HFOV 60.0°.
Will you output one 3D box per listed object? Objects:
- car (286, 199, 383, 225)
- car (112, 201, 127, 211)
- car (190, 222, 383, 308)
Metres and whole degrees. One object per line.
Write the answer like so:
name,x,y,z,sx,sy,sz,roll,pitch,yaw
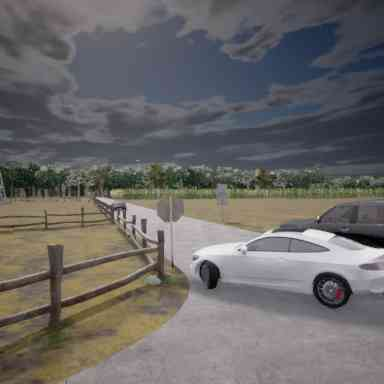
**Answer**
car,5.110,1.231,9.836,2.150,2.045,5.566,-2,0,-40
car,-10.884,1.988,49.471,2.033,1.411,5.357,-2,0,-18
car,2.149,1.615,8.040,4.674,1.442,1.812,-2,0,33
